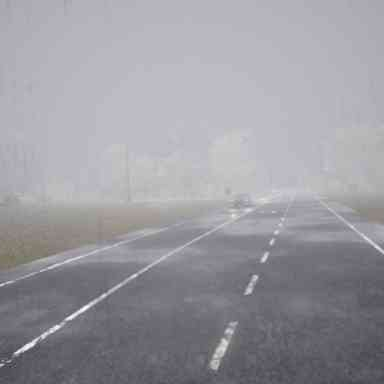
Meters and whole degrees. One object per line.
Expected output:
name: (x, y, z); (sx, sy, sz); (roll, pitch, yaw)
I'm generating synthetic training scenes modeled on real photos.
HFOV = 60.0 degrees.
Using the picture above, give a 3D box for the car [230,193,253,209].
car: (5.709, 0.902, 38.375); (2.097, 1.767, 4.553); (-4, 0, 17)

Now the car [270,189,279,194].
car: (23.076, -0.127, 92.708); (1.812, 1.442, 4.674); (-4, 0, 17)
